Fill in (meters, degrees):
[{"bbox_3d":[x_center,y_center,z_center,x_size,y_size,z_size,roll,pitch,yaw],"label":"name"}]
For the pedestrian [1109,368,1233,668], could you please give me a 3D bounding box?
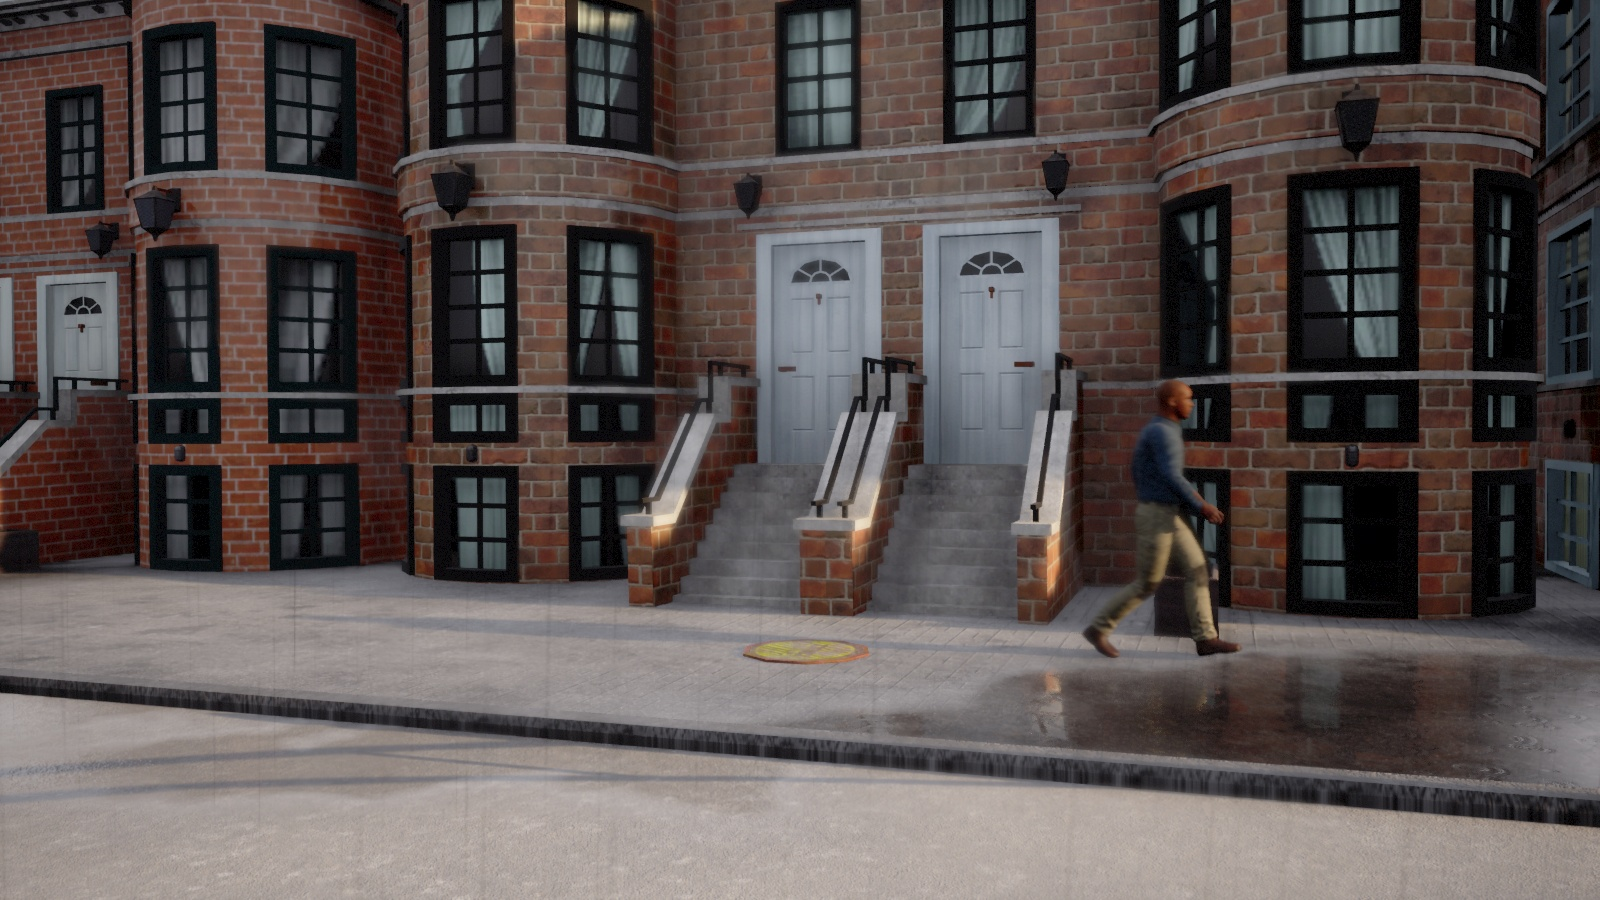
[{"bbox_3d":[2.357,0.414,7.976,0.726,1.835,0.370,1,1,18],"label":"pedestrian"}]
